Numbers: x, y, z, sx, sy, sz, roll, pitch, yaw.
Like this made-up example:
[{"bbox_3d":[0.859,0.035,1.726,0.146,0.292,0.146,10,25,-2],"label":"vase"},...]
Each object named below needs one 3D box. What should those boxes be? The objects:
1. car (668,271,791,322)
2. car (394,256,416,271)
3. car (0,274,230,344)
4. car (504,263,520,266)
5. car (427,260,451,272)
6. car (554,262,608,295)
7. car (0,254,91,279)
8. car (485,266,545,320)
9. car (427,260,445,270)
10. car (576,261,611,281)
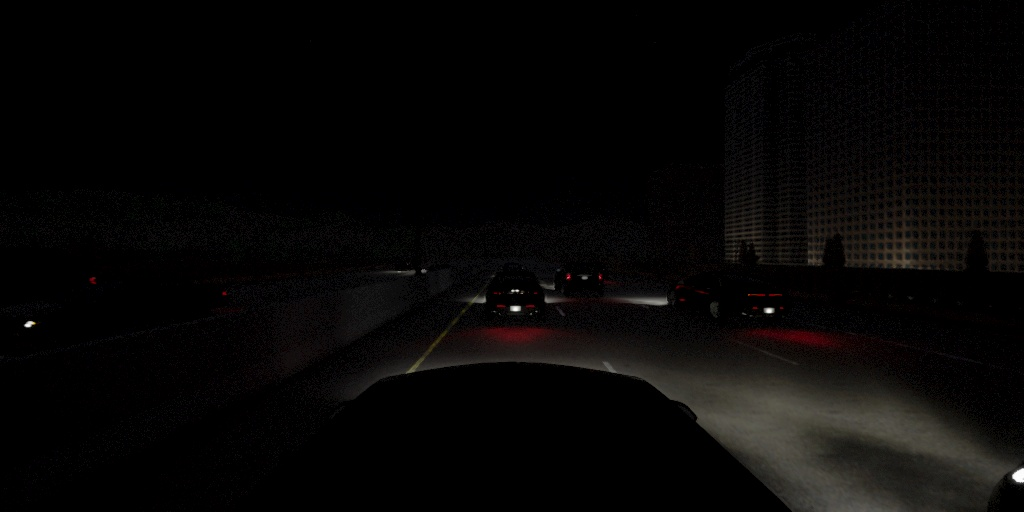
[{"bbox_3d":[7.102,1.255,12.323,1.837,1.490,4.892,0,0,0],"label":"car"},{"bbox_3d":[-14.666,0.977,50.156,2.150,2.045,5.566,0,0,-1],"label":"car"},{"bbox_3d":[-10.598,1.299,9.893,2.033,1.411,5.357,0,0,0],"label":"car"},{"bbox_3d":[0.011,1.300,31.008,2.033,1.411,5.357,0,0,-1],"label":"car"},{"bbox_3d":[-7.301,1.317,36.622,1.994,1.385,4.181,0,0,-1],"label":"car"},{"bbox_3d":[3.602,1.103,19.875,2.097,1.767,4.553,0,0,0],"label":"car"},{"bbox_3d":[-14.098,0.973,8.920,2.150,2.045,5.566,0,0,0],"label":"car"},{"bbox_3d":[0.103,1.256,12.682,1.837,1.490,4.892,0,0,0],"label":"car"},{"bbox_3d":[-11.237,1.280,53.418,1.812,1.442,4.674,0,0,-1],"label":"car"},{"bbox_3d":[6.999,1.257,31.292,1.837,1.490,4.892,0,0,-1],"label":"car"}]
